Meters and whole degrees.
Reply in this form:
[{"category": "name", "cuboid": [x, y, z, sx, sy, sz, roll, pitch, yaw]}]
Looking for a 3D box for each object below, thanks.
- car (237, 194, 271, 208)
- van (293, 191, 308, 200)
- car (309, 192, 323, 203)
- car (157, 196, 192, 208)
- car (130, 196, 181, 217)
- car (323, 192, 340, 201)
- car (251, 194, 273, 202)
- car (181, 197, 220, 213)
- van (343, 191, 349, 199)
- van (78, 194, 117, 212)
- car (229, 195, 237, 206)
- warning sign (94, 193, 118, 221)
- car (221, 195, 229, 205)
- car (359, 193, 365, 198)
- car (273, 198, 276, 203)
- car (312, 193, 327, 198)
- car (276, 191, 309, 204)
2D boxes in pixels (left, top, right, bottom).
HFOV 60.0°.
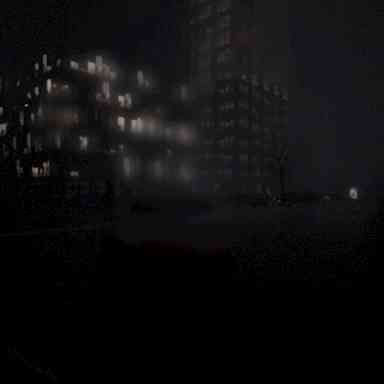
[{"category": "car", "cuboid": [7.835, 1.250, 41.766, 1.802, 1.307, 4.206, 1, 1, 41]}, {"category": "van", "cuboid": [23.891, 0.704, 73.049, 1.690, 1.788, 3.998, 1, 1, 41]}, {"category": "car", "cuboid": [19.022, 0.846, 54.651, 2.192, 1.841, 5.009, 1, 1, 41]}, {"category": "car", "cuboid": [-2.217, 1.228, 42.984, 1.887, 1.381, 4.507, 1, 1, 41]}, {"category": "car", "cuboid": [-3.257, 1.247, 28.796, 1.967, 1.590, 4.097, 1, 1, 41]}, {"category": "car", "cuboid": [26.590, 0.964, 63.375, 1.752, 1.417, 4.829, 1, 1, 41]}, {"category": "car", "cuboid": [12.704, 1.066, 60.163, 1.947, 1.339, 4.313, 1, 1, 41]}, {"category": "car", "cuboid": [0.428, 1.327, 33.131, 1.947, 1.339, 4.313, 1, 1, 41]}, {"category": "van", "cuboid": [33.937, 0.690, 71.838, 1.690, 1.788, 3.998, 1, 1, 41]}, {"category": "van", "cuboid": [-9.757, 1.116, 34.462, 1.690, 1.788, 3.998, 1, 1, 41]}, {"category": "car", "cuboid": [7.676, 1.124, 45.634, 2.128, 1.511, 4.902, 0, 0, 41]}, {"category": "warning sign", "cuboid": [-5.807, 0.983, 22.438, 1.300, 1.860, 1.060, 0, 0, 41]}, {"category": "car", "cuboid": [6.910, 1.206, 49.450, 1.895, 1.301, 4.718, 0, 1, 41]}, {"category": "car", "cuboid": [37.664, 0.854, 76.137, 2.008, 1.369, 4.403, 1, 1, 41]}, {"category": "car", "cuboid": [15.141, 1.145, 54.299, 1.895, 1.301, 4.718, 0, 1, 41]}, {"category": "car", "cuboid": [31.348, 0.838, 81.646, 1.947, 1.339, 4.313, 1, 1, 41]}, {"category": "car", "cuboid": [15.293, 0.892, 50.355, 2.192, 1.841, 5.009, 1, 1, 41]}]
